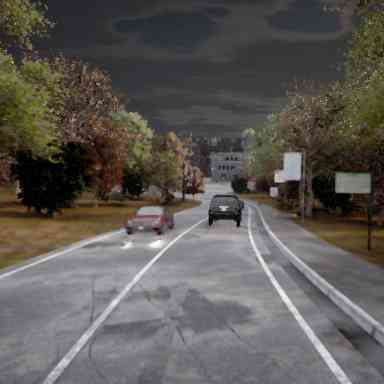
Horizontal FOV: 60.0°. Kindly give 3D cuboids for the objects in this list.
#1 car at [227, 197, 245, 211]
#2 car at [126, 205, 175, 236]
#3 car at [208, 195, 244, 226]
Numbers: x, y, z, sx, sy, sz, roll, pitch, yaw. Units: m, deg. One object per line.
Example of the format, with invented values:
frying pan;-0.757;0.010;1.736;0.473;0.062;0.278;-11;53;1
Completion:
car;5.585;1.460;42.094;2.128;1.511;4.902;1;0;9
car;-2.130;1.458;18.222;1.812;1.442;4.674;1;0;8
car;2.463;1.205;23.888;2.150;2.045;5.566;1;0;9
